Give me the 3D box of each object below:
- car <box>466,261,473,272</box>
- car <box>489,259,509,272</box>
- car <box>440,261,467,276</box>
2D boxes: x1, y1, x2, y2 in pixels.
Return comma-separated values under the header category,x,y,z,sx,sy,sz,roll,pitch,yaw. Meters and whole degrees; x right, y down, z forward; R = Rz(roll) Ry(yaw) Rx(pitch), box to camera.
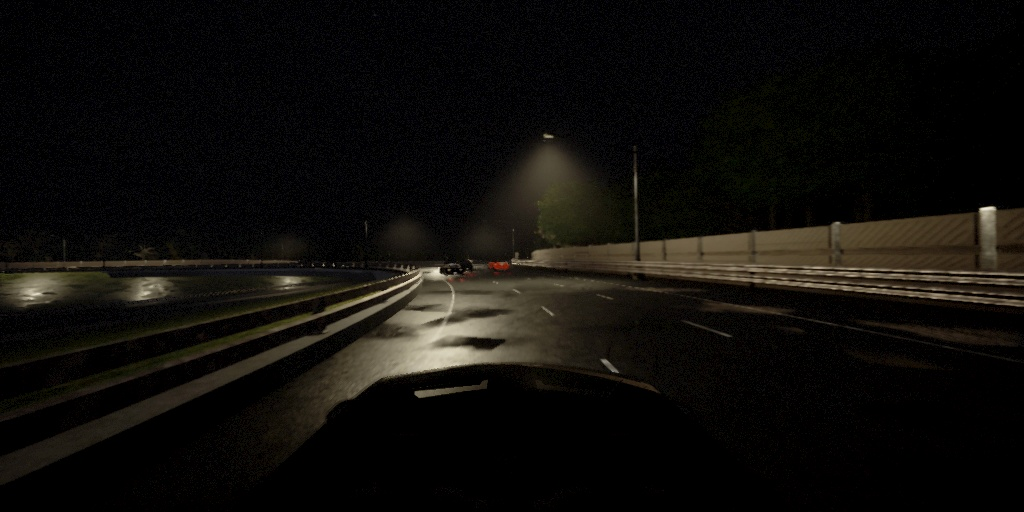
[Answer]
category,x,y,z,sx,sy,sz,roll,pitch,yaw
car,-6.684,1.382,47.737,1.837,1.490,4.892,0,0,-25
car,-1.812,1.133,48.271,2.097,1.767,4.553,-1,0,-14
car,-6.600,1.477,38.783,1.895,1.301,4.718,-1,0,-21
